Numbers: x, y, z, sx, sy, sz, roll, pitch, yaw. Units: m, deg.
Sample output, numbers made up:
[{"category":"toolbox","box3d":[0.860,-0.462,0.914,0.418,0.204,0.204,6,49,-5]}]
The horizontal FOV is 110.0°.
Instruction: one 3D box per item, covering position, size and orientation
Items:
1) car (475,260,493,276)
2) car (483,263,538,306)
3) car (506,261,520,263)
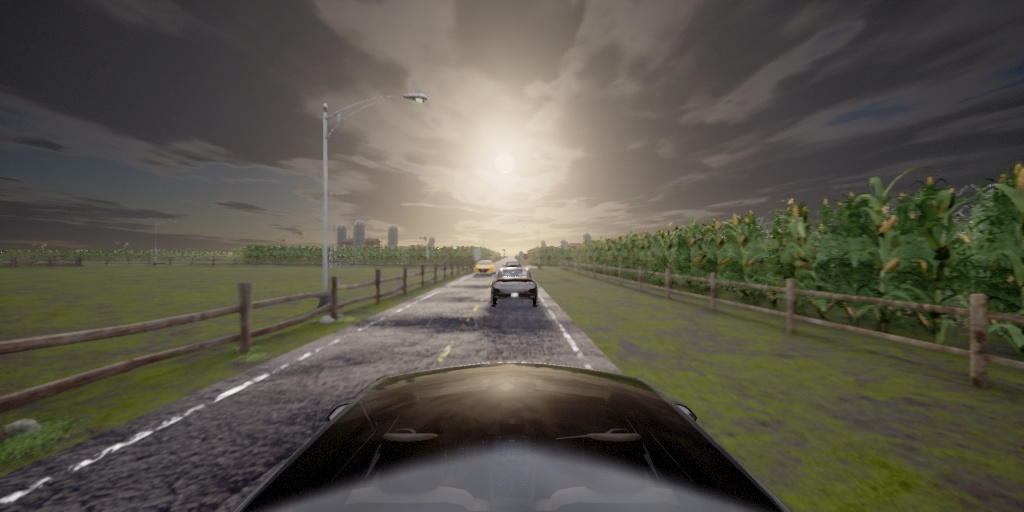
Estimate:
[{"category":"car","box3d":[-2.837,1.215,37.931,1.882,1.535,5.008,0,0,0]},{"category":"car","box3d":[0.099,1.239,15.759,2.128,1.511,4.902,0,0,0]},{"category":"car","box3d":[0.098,1.244,34.641,1.837,1.490,4.892,0,0,0]}]
